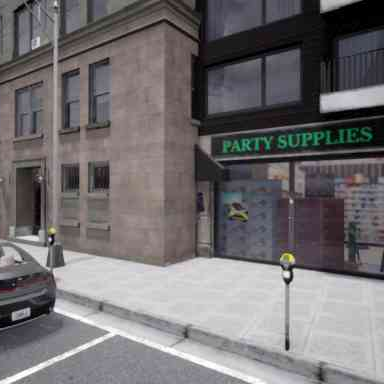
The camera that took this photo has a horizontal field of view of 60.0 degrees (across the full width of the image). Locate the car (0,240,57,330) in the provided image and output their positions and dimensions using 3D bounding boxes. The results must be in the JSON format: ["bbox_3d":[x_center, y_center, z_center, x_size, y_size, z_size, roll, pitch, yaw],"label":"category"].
[{"bbox_3d":[-4.269,1.550,6.131,4.403,1.369,2.008,0,0,36],"label":"car"}]
